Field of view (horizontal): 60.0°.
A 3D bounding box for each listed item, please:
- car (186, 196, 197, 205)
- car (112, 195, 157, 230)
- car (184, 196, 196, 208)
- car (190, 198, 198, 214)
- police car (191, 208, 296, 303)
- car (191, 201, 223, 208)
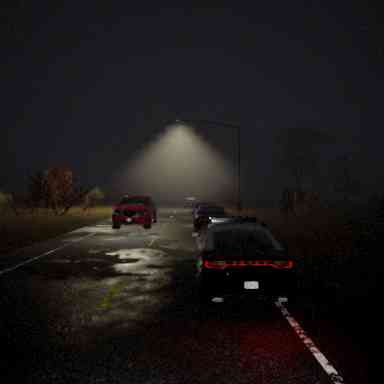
[{"bbox_3d":[-0.148,1.407,59.117,1.812,1.442,4.674,0,0,0],"label":"car"},{"bbox_3d":[-3.550,1.199,21.427,2.150,2.045,5.566,0,0,0],"label":"car"},{"bbox_3d":[-0.075,1.415,45.783,2.128,1.511,4.902,0,0,0],"label":"car"},{"bbox_3d":[0.993,1.450,24.281,1.882,1.535,5.008,0,0,0],"label":"car"},{"bbox_3d":[1.031,1.419,8.388,1.930,1.638,5.238,0,0,0],"label":"police car"},{"bbox_3d":[1.007,1.488,18.279,1.837,1.490,4.892,0,0,0],"label":"car"}]
